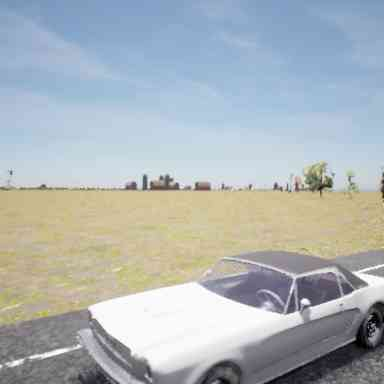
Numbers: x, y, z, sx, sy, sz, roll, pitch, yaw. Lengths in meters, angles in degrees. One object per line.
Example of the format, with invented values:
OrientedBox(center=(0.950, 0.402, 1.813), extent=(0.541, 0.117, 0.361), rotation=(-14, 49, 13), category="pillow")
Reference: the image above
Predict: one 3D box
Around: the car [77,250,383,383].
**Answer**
OrientedBox(center=(0.961, 1.602, 4.679), extent=(4.718, 1.301, 1.895), rotation=(0, 0, -36), category="car")
